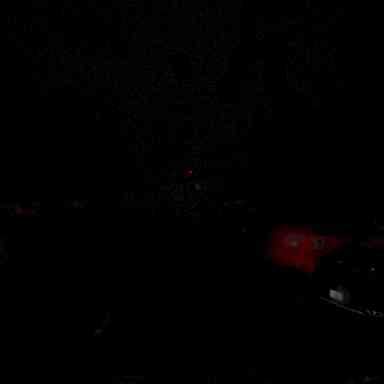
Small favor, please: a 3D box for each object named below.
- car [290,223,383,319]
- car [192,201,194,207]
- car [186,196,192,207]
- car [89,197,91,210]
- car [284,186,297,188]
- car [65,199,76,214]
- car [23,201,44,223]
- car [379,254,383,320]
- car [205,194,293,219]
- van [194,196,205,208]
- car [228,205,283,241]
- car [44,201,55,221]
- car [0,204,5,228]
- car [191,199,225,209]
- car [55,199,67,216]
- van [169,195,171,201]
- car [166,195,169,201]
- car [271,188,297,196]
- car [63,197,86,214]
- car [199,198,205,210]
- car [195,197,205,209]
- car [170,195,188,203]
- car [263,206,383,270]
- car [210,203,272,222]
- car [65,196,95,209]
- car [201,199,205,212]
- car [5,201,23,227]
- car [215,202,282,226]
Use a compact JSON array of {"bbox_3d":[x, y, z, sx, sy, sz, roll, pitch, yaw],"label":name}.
[{"bbox_3d":[4.707,1.517,6.496,4.892,1.521,2.231,1,-1,-21],"label":"car"},{"bbox_3d":[2.875,1.588,45.728,4.553,1.767,2.185,1,0,-25],"label":"car"},{"bbox_3d":[2.407,1.723,48.644,5.366,1.575,1.946,1,0,-26],"label":"car"},{"bbox_3d":[-15.192,1.734,39.568,5.366,1.575,1.946,-1,0,-24],"label":"car"},{"bbox_3d":[20.093,-0.050,64.365,2.435,2.045,5.566,-7,4,-30],"label":"car"},{"bbox_3d":[-14.588,1.741,33.738,4.674,1.452,2.002,-1,0,-24],"label":"car"},{"bbox_3d":[-14.243,1.649,24.795,5.366,1.575,1.946,-1,0,-23],"label":"car"},{"bbox_3d":[4.754,1.501,3.477,5.008,1.535,2.097,1,0,-21],"label":"car"},{"bbox_3d":[4.210,1.355,24.602,5.566,2.045,2.435,1,0,-23],"label":"car"},{"bbox_3d":[2.995,1.471,42.656,4.442,1.987,1.878,1,0,-25],"label":"van"},{"bbox_3d":[4.549,1.561,15.561,5.008,1.535,2.097,1,-1,-22],"label":"car"},{"bbox_3d":[-14.200,1.541,27.838,4.553,1.767,2.185,-1,0,-23],"label":"car"},{"bbox_3d":[-13.809,1.616,18.952,5.008,1.535,2.097,-1,0,-22],"label":"car"},{"bbox_3d":[2.471,1.780,51.704,4.792,1.488,2.163,1,-1,-26],"label":"car"},{"bbox_3d":[-14.396,1.724,30.783,4.674,1.452,2.002,-1,0,-23],"label":"car"},{"bbox_3d":[-3.160,1.932,92.154,4.442,1.987,1.878,1,0,-30],"label":"van"},{"bbox_3d":[-3.624,1.919,95.157,5.566,2.045,2.435,1,0,-31],"label":"car"},{"bbox_3d":[17.145,0.527,63.852,2.002,1.452,4.674,-7,4,-30],"label":"car"},{"bbox_3d":[-14.632,1.712,36.772,5.366,1.575,1.946,-1,-1,-24],"label":"car"},{"bbox_3d":[3.541,1.707,36.683,4.674,1.452,2.002,1,-1,-24],"label":"car"},{"bbox_3d":[3.338,1.684,39.694,4.892,1.521,2.231,1,0,-25],"label":"car"},{"bbox_3d":[-2.570,2.022,89.235,4.553,1.767,2.185,1,-1,-30],"label":"car"},{"bbox_3d":[4.658,1.405,9.516,4.553,1.767,2.185,1,-1,-21],"label":"car"},{"bbox_3d":[4.083,1.662,27.637,4.674,1.452,2.002,1,-1,-23],"label":"car"},{"bbox_3d":[-15.235,1.625,42.610,4.553,1.767,2.185,-1,0,-25],"label":"car"},{"bbox_3d":[3.746,1.692,33.665,4.674,1.452,2.002,1,0,-24],"label":"car"},{"bbox_3d":[-13.968,1.508,21.905,4.553,1.767,2.185,-1,-1,-22],"label":"car"},{"bbox_3d":[4.364,1.591,21.596,5.008,1.535,2.097,1,0,-23],"label":"car"}]
